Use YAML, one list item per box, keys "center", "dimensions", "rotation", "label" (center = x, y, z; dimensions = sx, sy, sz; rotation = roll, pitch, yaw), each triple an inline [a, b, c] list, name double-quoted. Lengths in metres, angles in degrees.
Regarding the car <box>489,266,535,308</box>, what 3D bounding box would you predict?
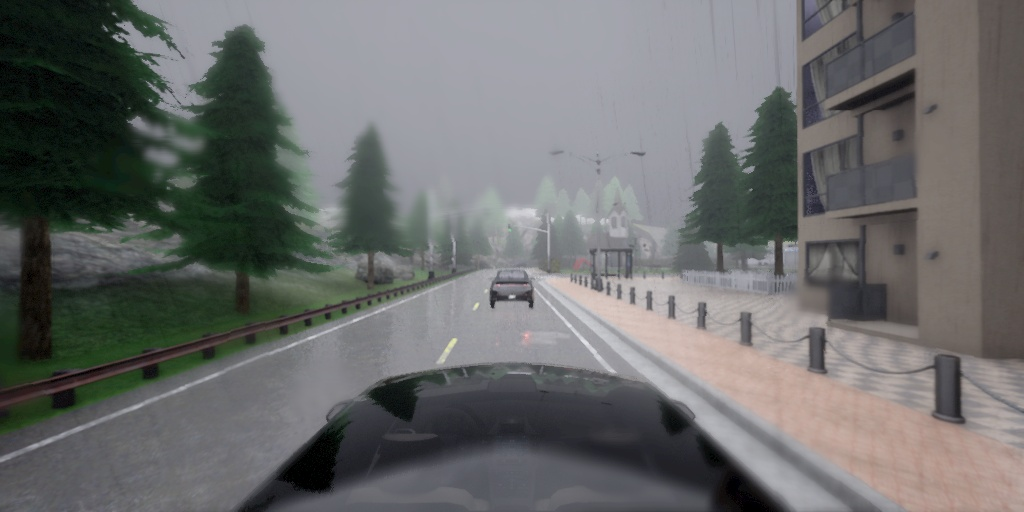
- center: [0.000, 1.376, 16.150]
  dimensions: [2.128, 1.511, 4.902]
  rotation: [0, 0, 0]
  label: "car"
